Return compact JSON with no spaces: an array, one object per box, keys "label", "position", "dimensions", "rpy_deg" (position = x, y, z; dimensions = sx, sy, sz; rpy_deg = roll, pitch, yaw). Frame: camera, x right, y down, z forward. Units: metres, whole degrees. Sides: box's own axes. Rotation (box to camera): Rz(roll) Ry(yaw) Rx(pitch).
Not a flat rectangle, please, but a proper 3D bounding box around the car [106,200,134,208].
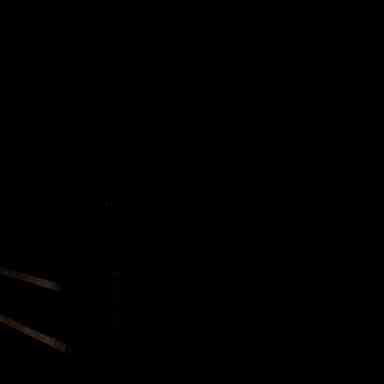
[{"label":"car","position":[-11.721,1.955,54.127],"dimensions":[1.895,1.301,4.718],"rpy_deg":[0,-1,36]}]
